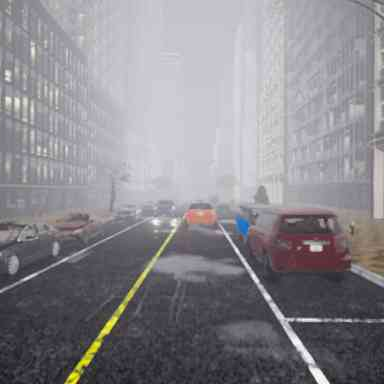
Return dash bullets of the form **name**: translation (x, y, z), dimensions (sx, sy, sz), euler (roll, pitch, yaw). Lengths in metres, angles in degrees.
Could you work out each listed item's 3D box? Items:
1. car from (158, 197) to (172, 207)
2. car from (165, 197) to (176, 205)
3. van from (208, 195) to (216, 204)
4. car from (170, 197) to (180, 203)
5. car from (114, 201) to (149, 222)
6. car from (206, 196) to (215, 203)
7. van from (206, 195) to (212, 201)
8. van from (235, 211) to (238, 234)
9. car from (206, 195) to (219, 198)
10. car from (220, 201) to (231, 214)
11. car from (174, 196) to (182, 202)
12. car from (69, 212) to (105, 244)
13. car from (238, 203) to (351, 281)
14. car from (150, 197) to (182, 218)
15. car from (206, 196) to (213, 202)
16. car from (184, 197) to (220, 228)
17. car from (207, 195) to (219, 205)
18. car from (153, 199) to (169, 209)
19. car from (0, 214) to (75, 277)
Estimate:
- **car**: translation (-4.465, 1.659, 55.604), dimensions (1.967, 1.590, 4.097), euler (0, 0, 1)
- **car**: translation (-4.211, 1.792, 66.798), dimensions (1.752, 1.417, 4.829), euler (0, 0, 1)
- **van**: translation (4.298, 1.667, 72.462), dimensions (1.690, 1.788, 3.998), euler (0, 0, 1)
- **car**: translation (-3.951, 1.882, 78.333), dimensions (1.947, 1.339, 4.313), euler (0, 0, 1)
- **car**: translation (-5.107, 1.647, 27.193), dimensions (2.008, 1.369, 4.403), euler (0, 0, 1)
- **car**: translation (4.427, 1.790, 78.143), dimensions (1.967, 1.590, 4.097), euler (0, 0, 1)
- **van**: translation (4.812, 1.762, 95.190), dimensions (1.690, 1.788, 3.998), euler (0, 0, 1)
- **van**: translation (3.013, 1.422, 15.640), dimensions (1.690, 1.788, 3.998), euler (0, 0, 1)
- **car**: translation (4.040, 1.593, 61.098), dimensions (2.192, 1.841, 5.009), euler (0, 0, 1)
- **car**: translation (3.528, 1.730, 38.367), dimensions (2.008, 1.369, 4.403), euler (0, 0, 1)
- **car**: translation (-3.694, 1.914, 89.697), dimensions (2.008, 1.369, 4.403), euler (0, 0, 1)
- **car**: translation (-5.364, 1.628, 15.829), dimensions (1.802, 1.307, 4.206), euler (0, 0, 1)
- **car**: translation (2.884, 1.371, 9.958), dimensions (2.192, 1.841, 5.009), euler (0, 0, 1)
- **car**: translation (-2.367, 1.476, 31.292), dimensions (2.097, 1.767, 4.553), euler (0, 0, 2)
- **car**: translation (4.683, 1.838, 89.508), dimensions (1.967, 1.590, 4.097), euler (0, 0, 1)
- **car**: translation (0.601, 1.454, 23.101), dimensions (2.097, 1.767, 4.553), euler (0, 0, 1)
- **car**: translation (4.169, 1.617, 66.780), dimensions (2.192, 1.841, 5.009), euler (0, 0, 1)
- **car**: translation (-4.593, 1.776, 49.921), dimensions (1.802, 1.307, 4.206), euler (0, 0, 1)
- **car**: translation (-5.493, 1.572, 10.147), dimensions (2.008, 1.369, 4.403), euler (0, 0, 1)
